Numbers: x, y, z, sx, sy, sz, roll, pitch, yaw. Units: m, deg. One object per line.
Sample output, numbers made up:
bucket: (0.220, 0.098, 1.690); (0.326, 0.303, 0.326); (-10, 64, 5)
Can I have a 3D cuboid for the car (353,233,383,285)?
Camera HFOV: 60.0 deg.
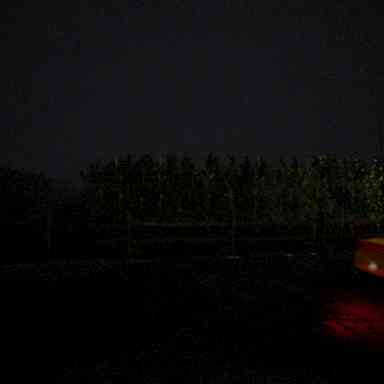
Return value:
car: (6.273, 1.455, 7.699); (5.008, 1.535, 1.882); (0, 1, -13)
